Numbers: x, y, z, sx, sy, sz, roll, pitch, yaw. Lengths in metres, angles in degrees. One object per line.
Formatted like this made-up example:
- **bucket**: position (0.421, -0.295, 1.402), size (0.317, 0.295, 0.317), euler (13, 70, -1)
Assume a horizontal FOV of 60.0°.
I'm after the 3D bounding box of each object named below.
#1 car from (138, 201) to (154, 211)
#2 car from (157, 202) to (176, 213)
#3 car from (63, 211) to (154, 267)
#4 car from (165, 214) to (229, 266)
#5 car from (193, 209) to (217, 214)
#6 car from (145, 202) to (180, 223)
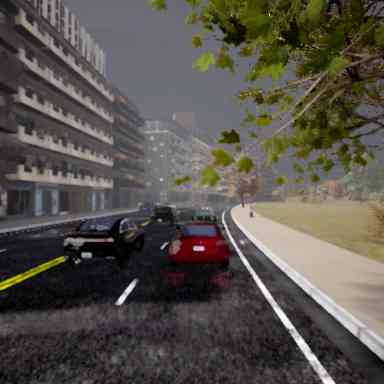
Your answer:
- **car**: position (-6.664, 2.218, 49.992), size (1.837, 1.490, 4.892), euler (0, 0, 6)
- **car**: position (-3.611, 2.215, 48.217), size (1.812, 1.442, 4.674), euler (0, -1, 7)
- **car**: position (-2.956, 1.651, 12.083), size (2.128, 1.511, 4.902), euler (0, -1, 3)
- **car**: position (0.302, 1.728, 12.191), size (1.994, 1.385, 4.181), euler (0, -1, 3)
- **car**: position (1.009, 1.957, 26.213), size (1.895, 1.301, 4.718), euler (0, -1, 5)
- **car**: position (-2.185, 1.872, 27.035), size (1.837, 1.490, 4.892), euler (0, 0, 5)
